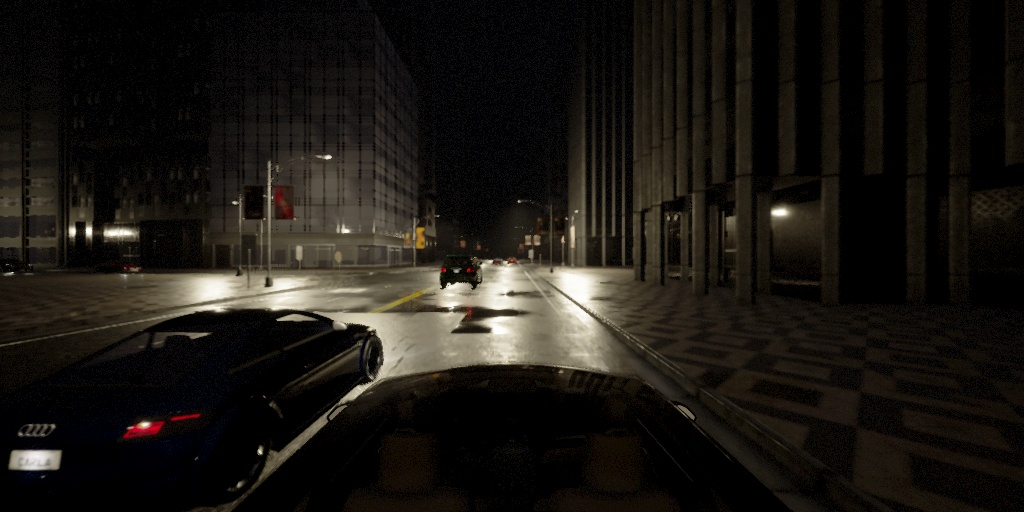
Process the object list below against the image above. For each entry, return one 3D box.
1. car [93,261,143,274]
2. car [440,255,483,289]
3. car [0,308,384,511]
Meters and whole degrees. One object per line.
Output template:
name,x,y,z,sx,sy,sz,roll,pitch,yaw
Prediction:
car,-41.974,1.231,38.188,4.674,1.442,1.812,0,0,10
car,-3.143,0.959,22.920,2.150,2.045,5.566,0,0,0
car,-3.148,1.313,4.375,1.994,1.385,4.181,0,0,0
